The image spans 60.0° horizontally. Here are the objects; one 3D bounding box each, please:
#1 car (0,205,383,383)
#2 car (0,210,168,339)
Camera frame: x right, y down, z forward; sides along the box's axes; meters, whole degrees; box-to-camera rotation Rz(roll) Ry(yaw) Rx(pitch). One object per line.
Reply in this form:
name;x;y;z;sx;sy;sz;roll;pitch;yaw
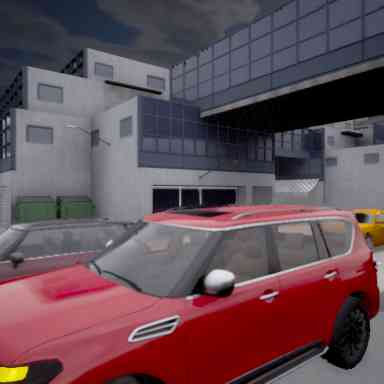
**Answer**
car;0.212;1.223;4.154;5.566;2.045;2.150;0;0;-37
car;-2.962;1.351;6.321;4.553;1.767;2.097;0;0;-34
